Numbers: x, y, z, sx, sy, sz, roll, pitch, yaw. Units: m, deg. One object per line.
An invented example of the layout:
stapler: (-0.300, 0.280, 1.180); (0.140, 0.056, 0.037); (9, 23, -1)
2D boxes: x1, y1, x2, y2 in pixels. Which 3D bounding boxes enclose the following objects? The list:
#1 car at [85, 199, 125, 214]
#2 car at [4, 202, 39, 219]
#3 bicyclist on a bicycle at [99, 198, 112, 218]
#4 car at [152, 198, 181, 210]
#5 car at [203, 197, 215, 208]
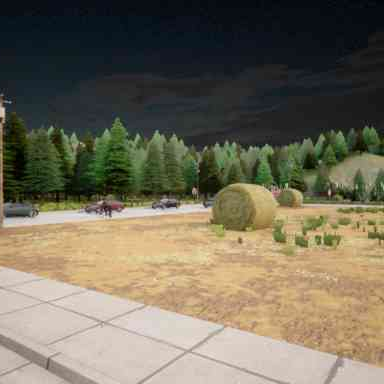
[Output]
car: (-9.468, 1.552, 36.347); (1.812, 1.442, 4.674); (0, 0, 36)
car: (-15.382, 1.591, 28.356); (1.994, 1.385, 4.181); (0, 0, 36)
bicyclist on a bicycle: (-7.049, 1.327, 27.042); (1.656, 1.620, 0.582); (0, 0, 36)
car: (-3.386, 1.552, 44.573); (1.812, 1.442, 4.674); (0, 0, 37)
car: (3.489, 1.518, 47.795); (2.128, 1.511, 4.902); (0, 0, 37)
